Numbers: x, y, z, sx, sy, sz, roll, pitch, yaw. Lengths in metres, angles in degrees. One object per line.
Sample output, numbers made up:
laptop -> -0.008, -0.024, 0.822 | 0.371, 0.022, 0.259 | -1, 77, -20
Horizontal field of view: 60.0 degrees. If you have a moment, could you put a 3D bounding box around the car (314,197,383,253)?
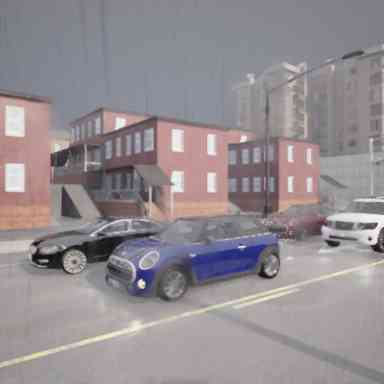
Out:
car -> 7.892, 1.259, 14.228 | 5.566, 2.045, 2.150 | 0, 0, -37

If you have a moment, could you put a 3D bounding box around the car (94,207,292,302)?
car -> 0.171, 1.388, 8.490 | 4.553, 1.767, 2.097 | 0, 0, -37

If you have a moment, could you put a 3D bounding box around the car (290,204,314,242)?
car -> 5.672, 1.408, 16.935 | 4.553, 1.767, 2.097 | 0, 0, -36

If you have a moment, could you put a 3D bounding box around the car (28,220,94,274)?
car -> -2.580, 1.545, 10.806 | 4.902, 1.511, 2.128 | 0, 0, -37

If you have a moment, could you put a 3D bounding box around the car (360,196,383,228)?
car -> 14.251, 1.281, 23.278 | 5.566, 2.045, 2.150 | 0, 0, -36
